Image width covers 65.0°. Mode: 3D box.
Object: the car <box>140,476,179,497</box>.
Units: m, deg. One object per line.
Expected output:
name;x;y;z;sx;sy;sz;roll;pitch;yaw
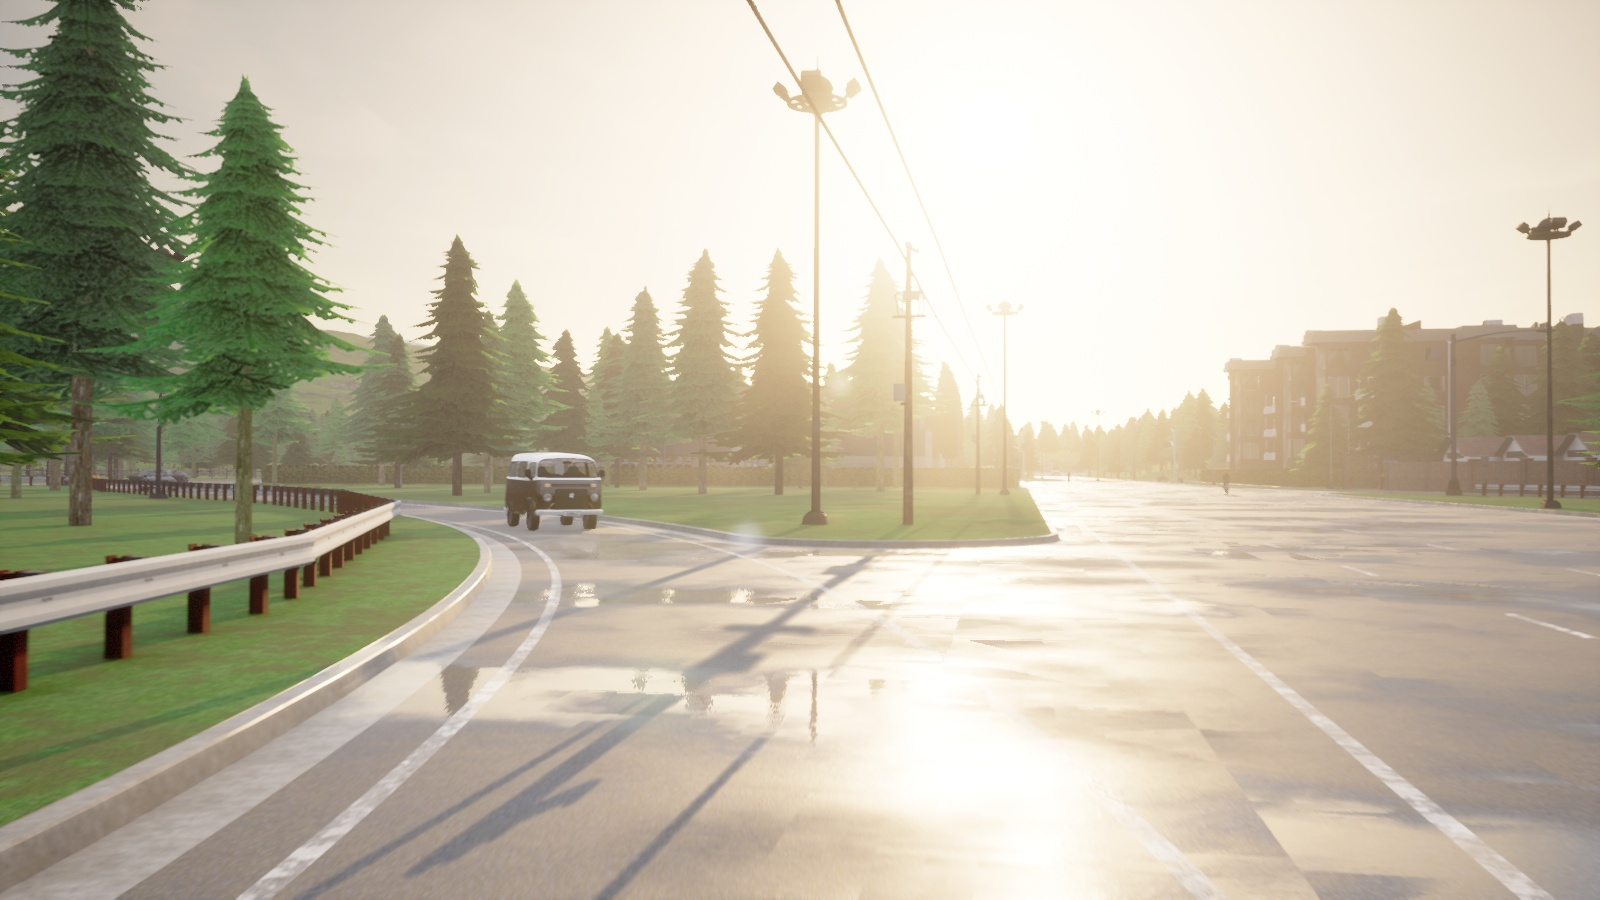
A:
car;-44.243;2.511;86.706;1.994;1.385;4.181;0;-1;-33

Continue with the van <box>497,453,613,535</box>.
van;-6.631;1.129;33.637;2.069;2.038;4.480;0;-1;-24
